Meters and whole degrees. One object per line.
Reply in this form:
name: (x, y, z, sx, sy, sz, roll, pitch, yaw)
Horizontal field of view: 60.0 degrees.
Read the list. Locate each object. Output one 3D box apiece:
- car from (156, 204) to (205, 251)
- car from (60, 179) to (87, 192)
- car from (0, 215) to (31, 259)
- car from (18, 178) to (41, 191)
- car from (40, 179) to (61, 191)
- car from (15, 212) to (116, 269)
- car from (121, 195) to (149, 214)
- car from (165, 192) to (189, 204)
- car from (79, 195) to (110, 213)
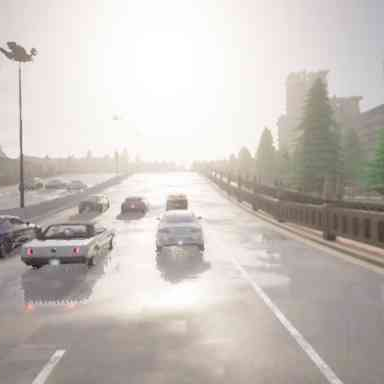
car: (-0.520, 1.478, 13.906, 1.812, 1.442, 4.674, -1, 1, -3)
car: (-16.442, -0.995, 47.411, 2.128, 1.511, 4.902, -1, 7, -3)
car: (-7.480, 1.620, 12.915, 1.812, 1.442, 4.674, -1, 1, -3)
car: (-23.507, -1.193, 48.694, 2.097, 1.767, 4.553, -1, 7, -3)
car: (-20.021, -1.152, 49.032, 1.882, 1.535, 5.008, -1, 6, -3)
car: (-3.909, 1.646, 11.461, 1.895, 1.301, 4.718, -1, 1, -2)
car: (-4.757, 0.943, 28.074, 1.994, 1.385, 4.181, -1, 4, -3)
car: (-1.311, 0.711, 29.280, 1.882, 1.535, 5.008, -1, 4, -3)
car: (-8.272, 0.938, 28.330, 1.812, 1.442, 4.674, -1, 4, -3)
